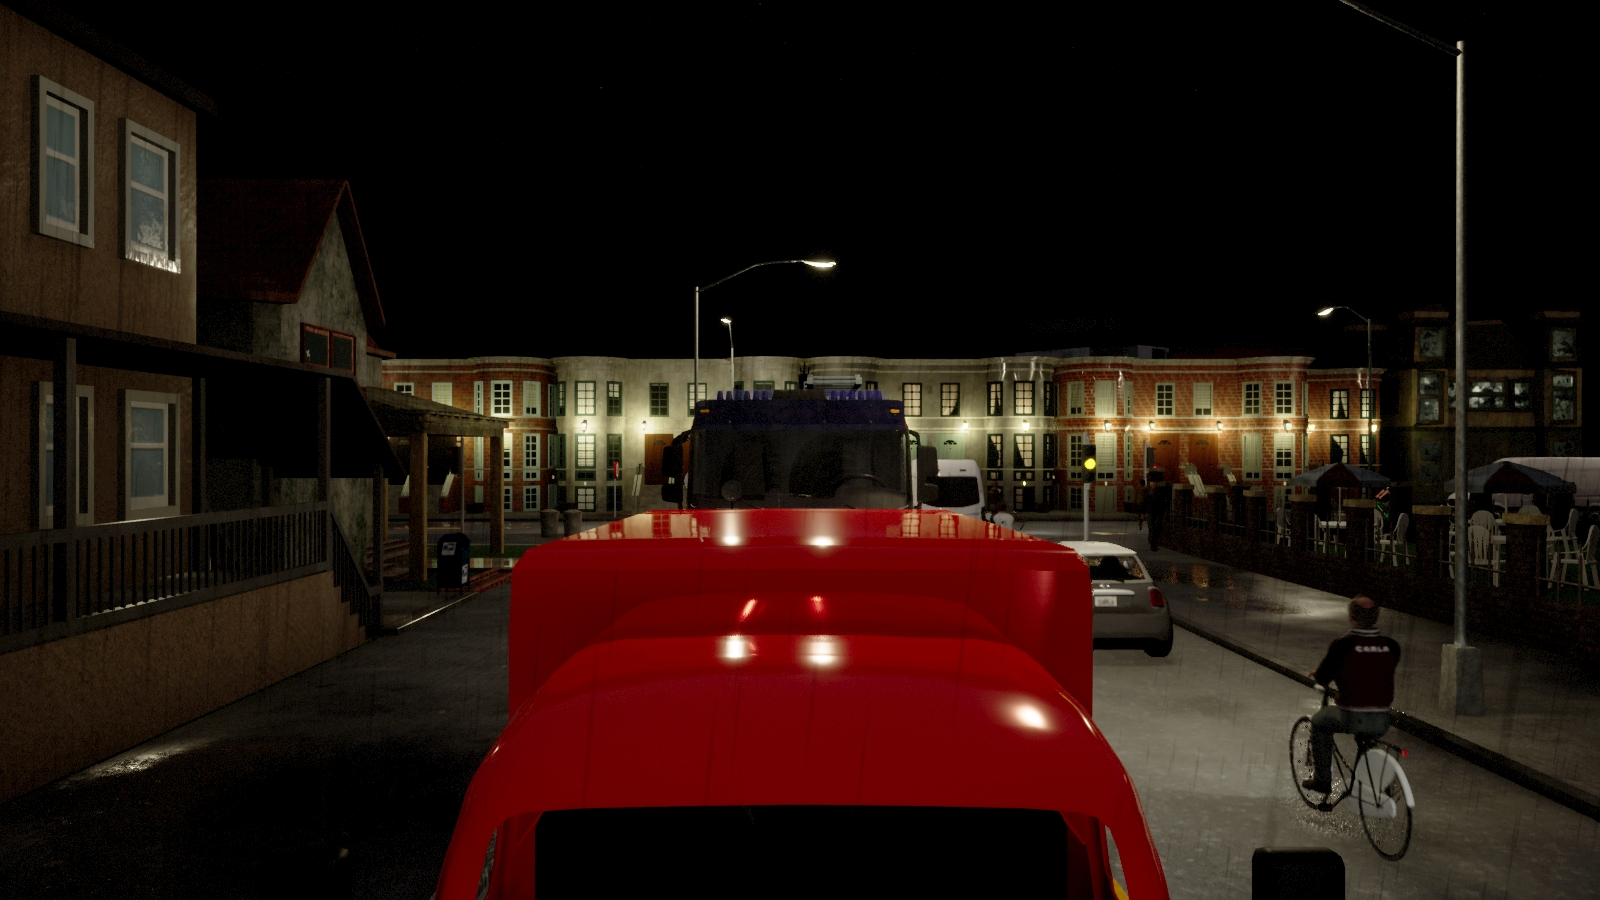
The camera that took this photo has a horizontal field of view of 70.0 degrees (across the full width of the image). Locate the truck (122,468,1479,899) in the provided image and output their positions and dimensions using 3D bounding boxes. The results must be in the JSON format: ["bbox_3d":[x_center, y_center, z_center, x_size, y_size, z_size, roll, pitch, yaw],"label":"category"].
[{"bbox_3d":[-0.002,1.351,4.813,2.627,2.467,5.204,0,0,0],"label":"truck"}]

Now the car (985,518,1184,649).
[{"bbox_3d":[3.996,1.852,16.736,1.970,1.475,3.806,0,0,0],"label":"car"}]

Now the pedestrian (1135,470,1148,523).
[{"bbox_3d":[12.044,1.646,40.294,0.375,1.860,0.375,0,0,25],"label":"pedestrian"}]

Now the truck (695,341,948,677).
[{"bbox_3d":[0.275,0.678,17.256,2.891,3.827,8.468,0,0,0],"label":"truck"}]

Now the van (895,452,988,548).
[{"bbox_3d":[4.008,1.328,33.254,1.988,2.561,5.915,0,0,0],"label":"van"}]

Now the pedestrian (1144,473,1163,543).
[{"bbox_3d":[9.364,1.531,30.265,0.375,1.860,0.375,0,0,0],"label":"pedestrian"}]
